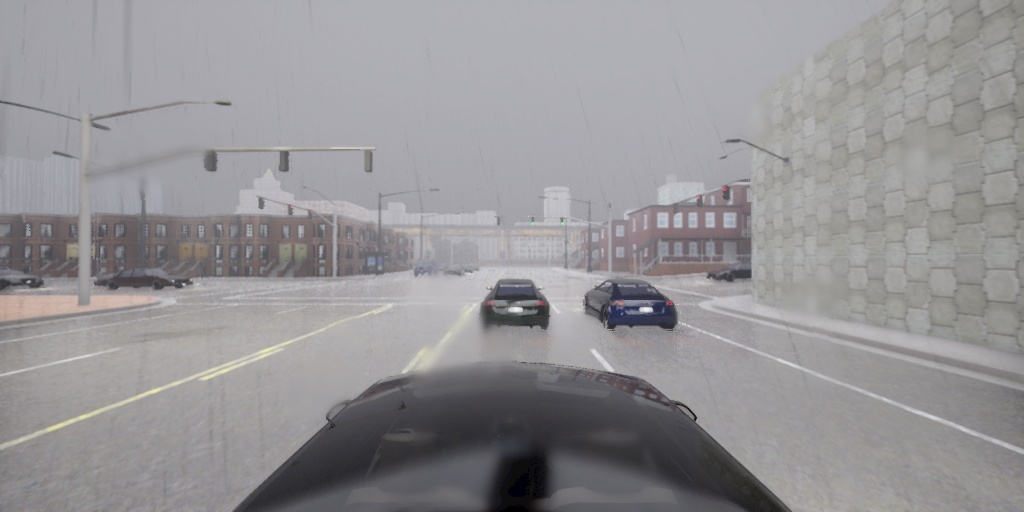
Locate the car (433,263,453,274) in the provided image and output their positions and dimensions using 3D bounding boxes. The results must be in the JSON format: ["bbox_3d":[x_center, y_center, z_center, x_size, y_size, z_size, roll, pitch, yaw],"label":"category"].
[{"bbox_3d":[-10.390,1.872,54.563,2.128,1.511,4.902,0,-1,0],"label":"car"}]

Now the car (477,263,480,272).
[{"bbox_3d":[-6.817,1.997,63.903,1.837,1.490,4.892,0,-1,1],"label":"car"}]

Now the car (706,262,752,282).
[{"bbox_3d":[18.294,1.174,28.220,5.357,1.411,2.033,-5,-1,0],"label":"car"}]

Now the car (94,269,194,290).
[{"bbox_3d":[-25.100,1.567,24.539,5.357,1.411,2.033,0,-1,0],"label":"car"}]

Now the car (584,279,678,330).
[{"bbox_3d":[3.626,1.433,11.628,1.994,1.385,4.181,0,-1,1],"label":"car"}]

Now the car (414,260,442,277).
[{"bbox_3d":[-10.437,1.479,44.331,2.150,2.045,5.566,0,-1,0],"label":"car"}]

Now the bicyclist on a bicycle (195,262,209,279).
[{"bbox_3d":[-30.694,1.453,35.530,0.582,1.620,1.656,0,-1,0],"label":"bicyclist on a bicycle"}]

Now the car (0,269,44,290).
[{"bbox_3d":[-35.066,1.582,24.546,4.181,1.385,1.994,0,-1,0],"label":"car"}]

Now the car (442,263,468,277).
[{"bbox_3d":[-6.940,1.760,44.082,1.837,1.490,4.892,0,-1,0],"label":"car"}]

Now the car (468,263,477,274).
[{"bbox_3d":[-6.897,1.935,53.720,1.994,1.385,4.181,0,-1,0],"label":"car"}]

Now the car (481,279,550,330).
[{"bbox_3d":[0.099,1.432,11.607,1.994,1.385,4.181,0,-1,0],"label":"car"}]
